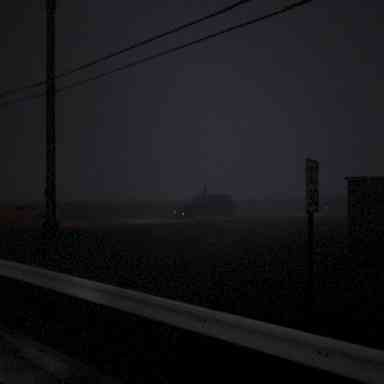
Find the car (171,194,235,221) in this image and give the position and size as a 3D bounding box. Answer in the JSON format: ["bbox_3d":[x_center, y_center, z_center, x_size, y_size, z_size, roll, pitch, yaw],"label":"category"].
[{"bbox_3d":[1.024,1.223,27.869,5.566,2.045,2.150,-1,0,-31],"label":"car"}]

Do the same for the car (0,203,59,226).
[{"bbox_3d":[-11.624,1.485,22.324,5.008,1.535,1.882,0,0,-16],"label":"car"}]

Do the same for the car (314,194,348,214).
[{"bbox_3d":[15.391,1.227,35.948,5.566,2.045,2.150,0,0,-30],"label":"car"}]
